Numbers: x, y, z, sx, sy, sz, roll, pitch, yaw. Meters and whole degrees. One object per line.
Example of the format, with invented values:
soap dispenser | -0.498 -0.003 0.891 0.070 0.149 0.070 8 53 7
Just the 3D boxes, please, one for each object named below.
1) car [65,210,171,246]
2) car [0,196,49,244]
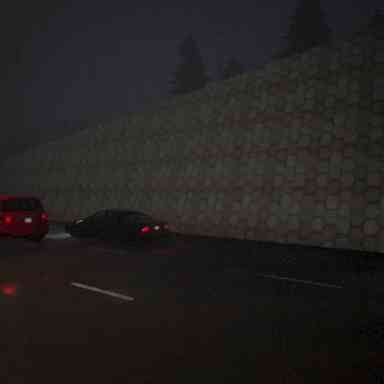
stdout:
car | -3.476 1.511 15.081 5.357 1.411 2.033 0 0 36
car | -8.474 1.172 14.350 5.566 2.045 2.150 0 0 36
